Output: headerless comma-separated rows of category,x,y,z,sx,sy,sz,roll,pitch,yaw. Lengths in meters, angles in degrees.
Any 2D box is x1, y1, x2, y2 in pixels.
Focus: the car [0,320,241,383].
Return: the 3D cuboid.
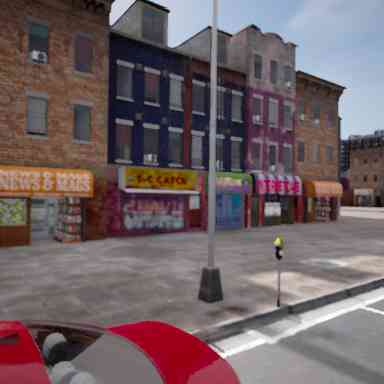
car,-1.722,1.539,1.574,4.507,1.381,1.887,1,0,-35
